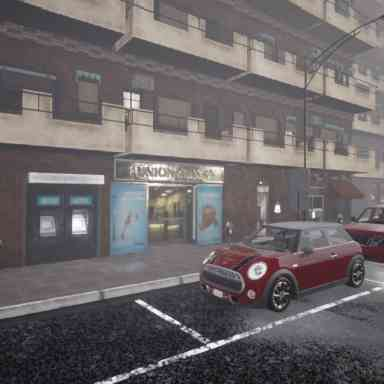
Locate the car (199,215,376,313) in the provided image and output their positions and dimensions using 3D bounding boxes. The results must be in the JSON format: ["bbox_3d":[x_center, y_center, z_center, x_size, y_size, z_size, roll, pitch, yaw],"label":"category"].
[{"bbox_3d":[2.126,1.442,7.621,4.097,1.590,1.967,0,0,-36],"label":"car"}]

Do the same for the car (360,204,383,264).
[{"bbox_3d":[6.628,1.320,10.844,5.009,1.841,2.192,0,0,-36],"label":"car"}]
